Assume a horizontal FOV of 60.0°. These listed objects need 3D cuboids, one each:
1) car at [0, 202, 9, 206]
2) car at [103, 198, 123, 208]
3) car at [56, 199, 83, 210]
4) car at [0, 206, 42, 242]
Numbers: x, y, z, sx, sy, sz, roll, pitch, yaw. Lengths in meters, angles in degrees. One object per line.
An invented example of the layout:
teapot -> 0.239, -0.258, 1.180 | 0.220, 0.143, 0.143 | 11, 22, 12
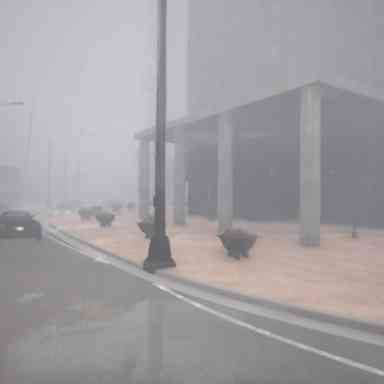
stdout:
car -> -19.376, 1.551, 31.141 | 1.837, 1.490, 4.892 | 1, 0, 13
car -> -12.547, 1.756, 53.144 | 1.882, 1.535, 5.008 | 1, 0, 6
car -> -17.001, 1.661, 46.372 | 1.882, 1.535, 5.008 | 1, 0, 7
car -> -8.754, 1.605, 16.472 | 1.994, 1.385, 4.181 | 1, 0, -33
